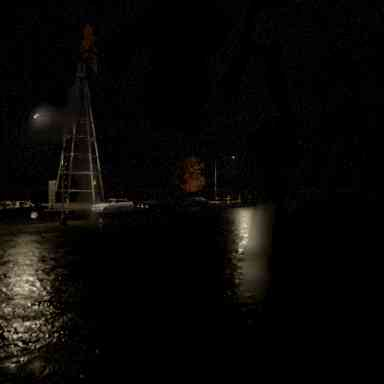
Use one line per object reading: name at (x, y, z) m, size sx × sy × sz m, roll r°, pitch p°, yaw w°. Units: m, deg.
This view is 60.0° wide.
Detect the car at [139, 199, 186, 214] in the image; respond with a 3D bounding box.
car at (-3.373, 1.448, 34.823) m, size 2.033 × 1.411 × 5.357 m, roll 1°, pitch 1°, yaw 38°

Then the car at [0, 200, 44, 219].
car at (-14.038, 1.410, 25.725) m, size 1.837 × 1.490 × 4.892 m, roll 1°, pitch 1°, yaw 39°

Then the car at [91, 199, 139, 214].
car at (-7.969, 1.398, 33.654) m, size 1.812 × 1.442 × 4.674 m, roll 1°, pitch 1°, yaw 37°

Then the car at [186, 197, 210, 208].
car at (0.252, 1.375, 44.308) m, size 2.033 × 1.411 × 5.357 m, roll 1°, pitch 1°, yaw 38°
